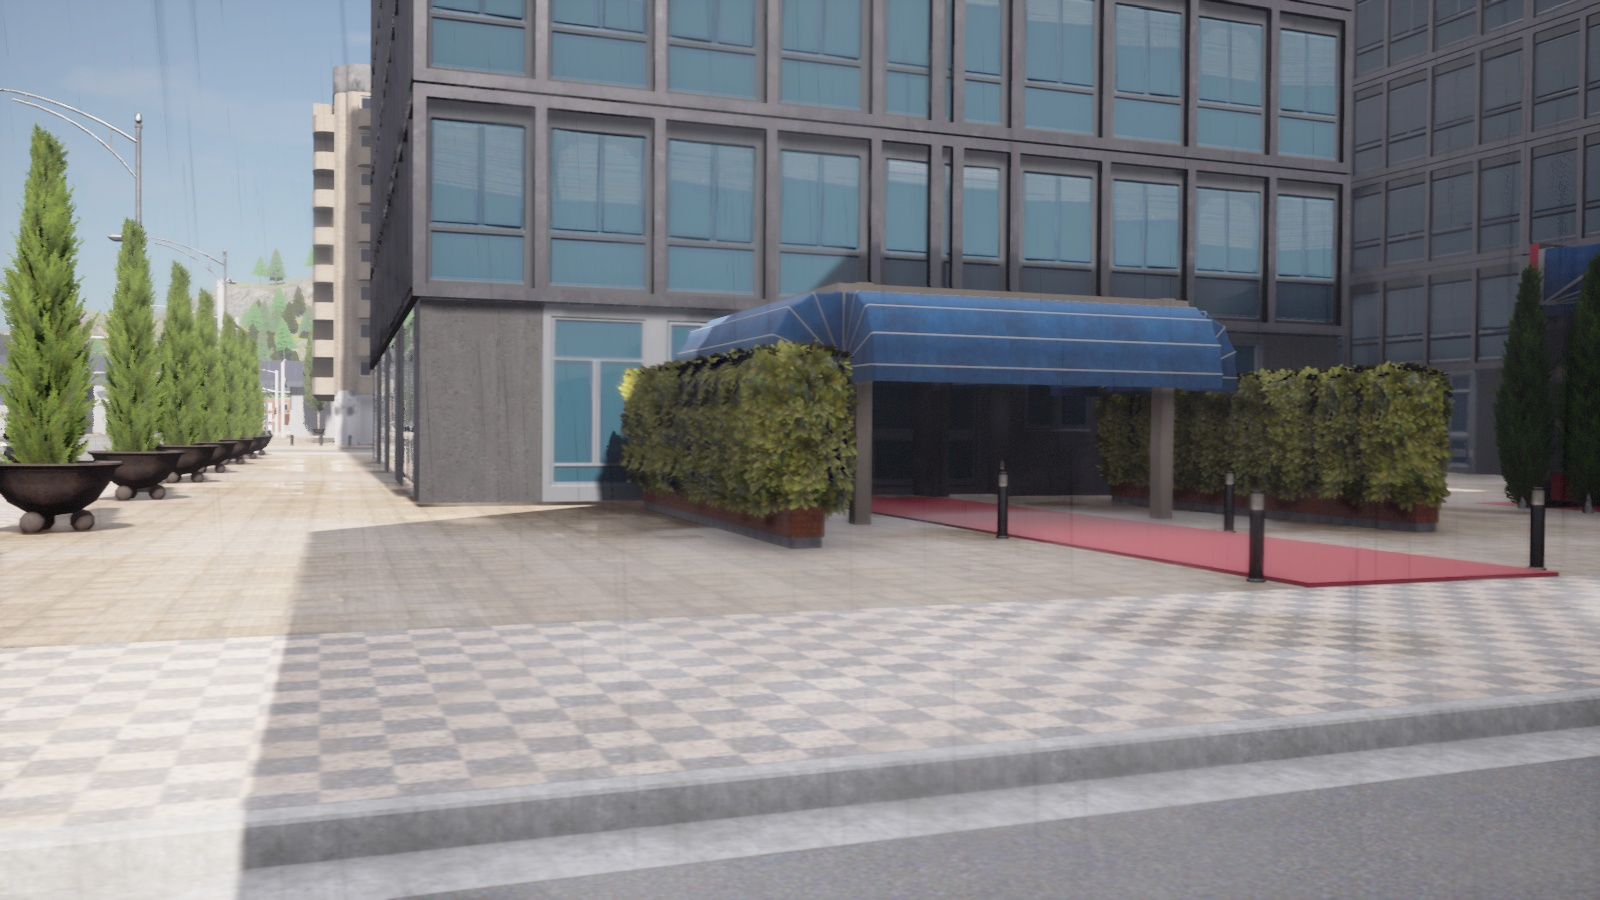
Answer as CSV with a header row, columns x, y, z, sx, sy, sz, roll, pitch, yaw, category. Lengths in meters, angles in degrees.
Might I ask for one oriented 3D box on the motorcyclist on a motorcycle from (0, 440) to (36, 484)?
x,y,z,sx,sy,sz,roll,pitch,yaw,category
-28.729,0.416,45.979,0.866,1.530,2.191,-1,1,-20,motorcyclist on a motorcycle
